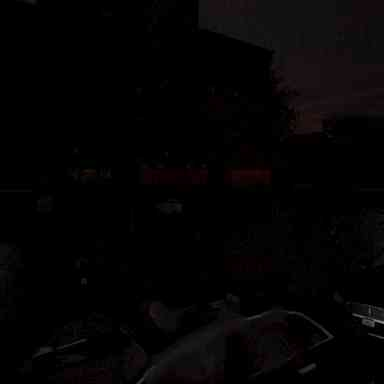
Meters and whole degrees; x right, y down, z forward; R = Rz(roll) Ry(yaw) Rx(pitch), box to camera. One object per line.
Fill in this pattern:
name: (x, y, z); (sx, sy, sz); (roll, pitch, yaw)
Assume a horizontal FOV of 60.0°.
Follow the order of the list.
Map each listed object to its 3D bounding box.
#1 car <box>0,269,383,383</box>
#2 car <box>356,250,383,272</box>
car: (-0.251, 1.550, 2.656); (4.403, 1.369, 2.008); (0, -2, -35)
car: (4.188, 1.549, 5.817); (4.403, 1.369, 2.008); (0, -2, -35)
